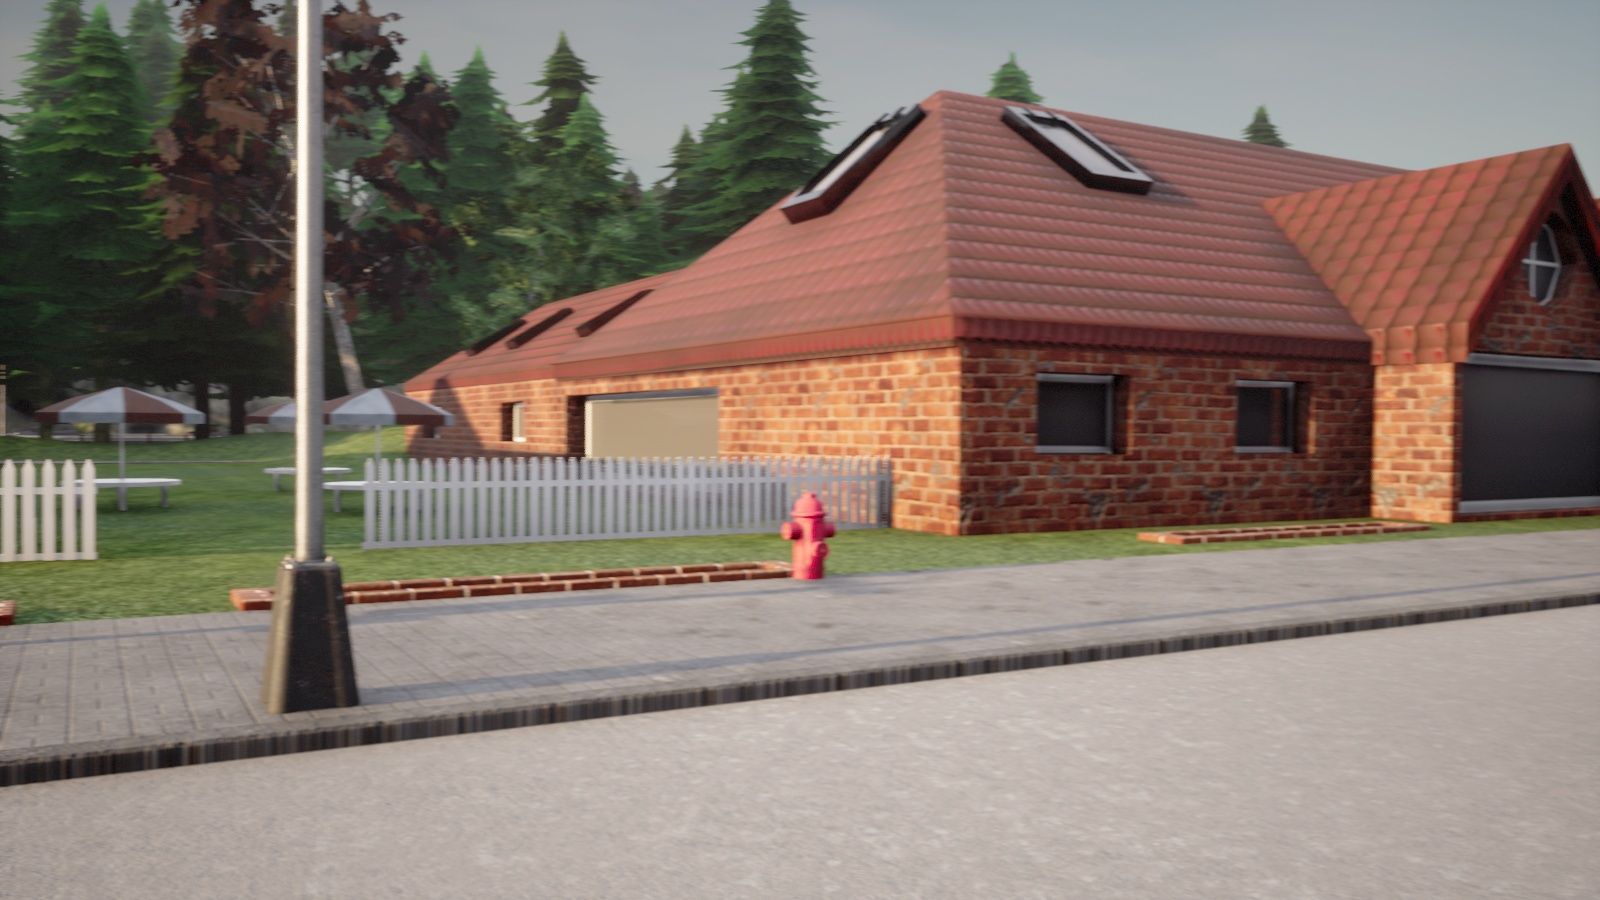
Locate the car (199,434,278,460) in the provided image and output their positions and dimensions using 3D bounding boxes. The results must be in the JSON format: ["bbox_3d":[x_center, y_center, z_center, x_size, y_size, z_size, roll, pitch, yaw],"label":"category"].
[{"bbox_3d":[-33.669,-0.171,75.326,4.193,1.474,1.816,-1,1,-29],"label":"car"}]

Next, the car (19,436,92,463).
[{"bbox_3d":[-43.921,-0.037,74.131,3.633,1.501,1.845,-1,1,-30],"label":"car"}]
